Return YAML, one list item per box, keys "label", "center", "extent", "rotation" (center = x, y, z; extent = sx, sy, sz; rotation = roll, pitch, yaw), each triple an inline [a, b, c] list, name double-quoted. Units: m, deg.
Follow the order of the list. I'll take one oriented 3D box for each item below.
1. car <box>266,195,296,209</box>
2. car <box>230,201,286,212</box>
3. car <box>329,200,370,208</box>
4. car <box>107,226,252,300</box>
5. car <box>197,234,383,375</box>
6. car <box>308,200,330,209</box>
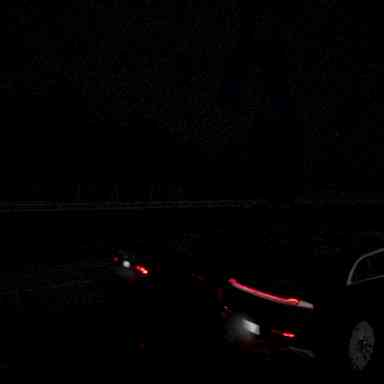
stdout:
- label: "car"
  center: [10.693, 1.452, 41.665]
  extent: [5.566, 2.045, 2.150]
  rotation: [0, 0, -35]
- label: "car"
  center: [4.373, 1.649, 24.284]
  extent: [4.892, 1.490, 1.837]
  rotation: [0, 0, -35]
- label: "car"
  center: [18.750, 1.801, 38.808]
  extent: [5.357, 1.411, 2.033]
  rotation: [0, 0, -35]
- label: "car"
  center: [0.647, 1.597, 8.501]
  extent: [5.357, 1.411, 2.033]
  rotation: [1, 0, -35]
- label: "car"
  center: [2.732, 1.541, 5.689]
  extent: [4.902, 1.511, 2.128]
  rotation: [1, 0, -35]
- label: "car"
  center: [16.447, 1.743, 41.464]
  extent: [4.902, 1.511, 2.128]
  rotation: [0, 0, -35]
